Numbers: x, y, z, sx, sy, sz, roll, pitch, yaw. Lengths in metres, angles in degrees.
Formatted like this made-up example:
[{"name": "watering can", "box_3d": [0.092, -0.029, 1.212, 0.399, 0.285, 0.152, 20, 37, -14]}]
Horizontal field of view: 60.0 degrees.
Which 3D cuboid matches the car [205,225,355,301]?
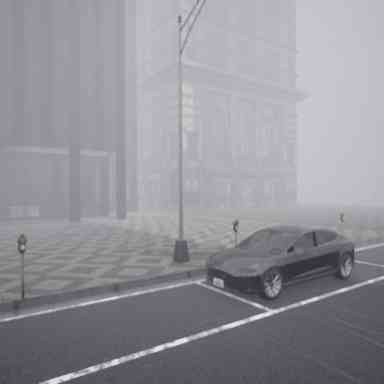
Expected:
[{"name": "car", "box_3d": [2.338, 1.538, 8.297, 4.313, 1.339, 1.947, 0, 0, -35]}]
